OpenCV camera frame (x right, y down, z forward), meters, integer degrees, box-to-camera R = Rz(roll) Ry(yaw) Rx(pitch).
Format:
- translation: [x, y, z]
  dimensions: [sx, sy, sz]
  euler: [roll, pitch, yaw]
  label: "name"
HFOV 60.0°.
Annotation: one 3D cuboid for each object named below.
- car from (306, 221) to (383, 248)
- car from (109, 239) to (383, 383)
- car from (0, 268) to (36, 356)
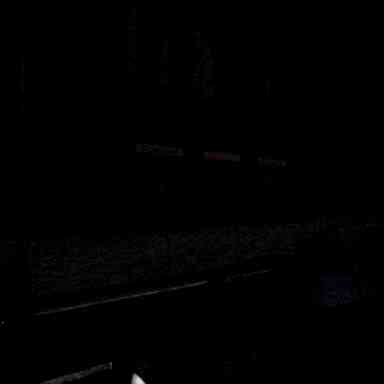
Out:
- translation: [5.018, 1.634, 10.336]
  dimensions: [4.507, 1.381, 1.887]
  euler: [1, 0, -35]
  label: "car"
- translation: [1.140, 1.593, 4.192]
  dimensions: [4.181, 1.385, 1.994]
  euler: [1, 0, -35]
  label: "car"
- translation: [-4.140, 1.555, 3.803]
  dimensions: [4.313, 1.339, 1.947]
  euler: [1, 0, -35]
  label: "car"
